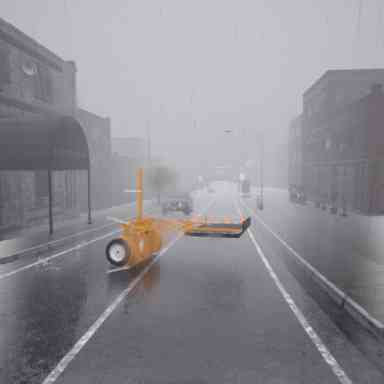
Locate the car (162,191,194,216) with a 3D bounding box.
[{"bbox_3d":[-1.121,0.908,29.084,2.150,2.045,5.566,0,1,6],"label":"car"}]

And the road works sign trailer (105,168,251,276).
[{"bbox_3d":[-0.255,0.765,9.268,3.560,2.880,2.380,0,0,15],"label":"road works sign trailer"}]

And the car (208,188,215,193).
[{"bbox_3d":[5.122,-0.405,87.750,2.033,1.411,5.357,0,2,6],"label":"car"}]
